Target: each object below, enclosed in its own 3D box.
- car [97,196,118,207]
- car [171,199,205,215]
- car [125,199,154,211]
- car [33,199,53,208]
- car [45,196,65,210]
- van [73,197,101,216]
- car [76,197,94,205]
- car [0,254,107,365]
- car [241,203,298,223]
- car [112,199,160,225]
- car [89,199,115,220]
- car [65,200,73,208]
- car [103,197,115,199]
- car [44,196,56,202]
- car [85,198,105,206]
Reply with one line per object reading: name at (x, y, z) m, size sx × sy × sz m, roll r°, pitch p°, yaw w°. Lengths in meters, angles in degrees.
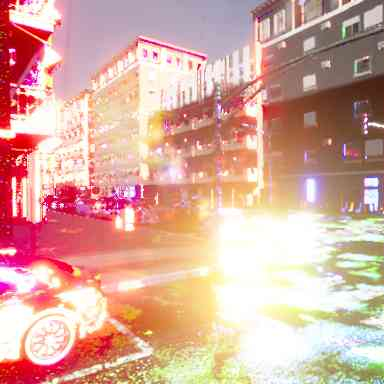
car at (-13.401, 1.522, 52.579) m, size 1.967 × 1.590 × 4.097 m, roll -1°, pitch 1°, yaw -36°
car at (-0.500, 1.462, 34.589) m, size 1.967 × 1.590 × 4.097 m, roll -1°, pitch 1°, yaw -36°
car at (-6.949, 1.602, 43.585) m, size 2.008 × 1.369 × 4.403 m, roll -1°, pitch 1°, yaw -36°
car at (-23.434, 1.780, 52.194) m, size 1.947 × 1.339 × 4.313 m, roll -1°, pitch 1°, yaw -36°
car at (-20.211, 1.638, 47.696) m, size 1.967 × 1.590 × 4.097 m, roll -1°, pitch 1°, yaw -36°
van at (-10.537, 1.494, 34.203) m, size 1.690 × 1.788 × 3.998 m, roll -1°, pitch 1°, yaw -36°
car at (-19.850, 1.665, 61.575) m, size 2.008 × 1.369 × 4.403 m, roll -1°, pitch 1°, yaw -36°
car at (-3.313, 1.550, 4.210) m, size 4.403 × 1.369 × 2.008 m, roll 0°, pitch -1°, yaw -36°
car at (5.852, 1.519, 25.734) m, size 1.752 × 1.417 × 4.829 m, roll -1°, pitch 1°, yaw -36°
car at (-4.085, 1.564, 25.210) m, size 1.967 × 1.590 × 4.097 m, roll -1°, pitch 1°, yaw -36°
car at (-7.210, 1.663, 29.569) m, size 1.752 × 1.417 × 4.829 m, roll -1°, pitch 1°, yaw -36°
car at (-18.765, 1.785, 50.302) m, size 1.895 × 1.301 × 4.718 m, roll -1°, pitch 0°, yaw -36°
car at (-7.264, 1.615, 34.093) m, size 1.837 × 1.490 × 4.892 m, roll -1°, pitch 1°, yaw -36°
car at (-35.975, 1.746, 84.062) m, size 1.887 × 1.381 × 4.507 m, roll -1°, pitch 1°, yaw -36°
car at (-16.624, 1.663, 57.077) m, size 1.947 × 1.339 × 4.313 m, roll -1°, pitch 1°, yaw -36°
